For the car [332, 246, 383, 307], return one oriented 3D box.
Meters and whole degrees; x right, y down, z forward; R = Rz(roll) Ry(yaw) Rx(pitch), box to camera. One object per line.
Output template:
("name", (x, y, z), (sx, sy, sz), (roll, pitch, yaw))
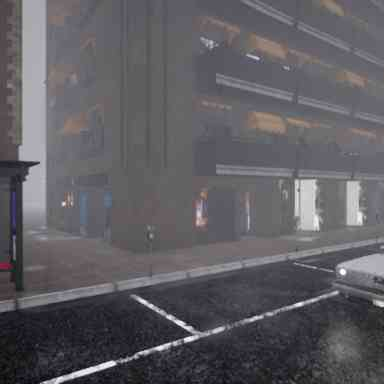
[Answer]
("car", (5.020, 1.596, 6.960), (4.718, 1.301, 1.895), (0, 0, -35))
